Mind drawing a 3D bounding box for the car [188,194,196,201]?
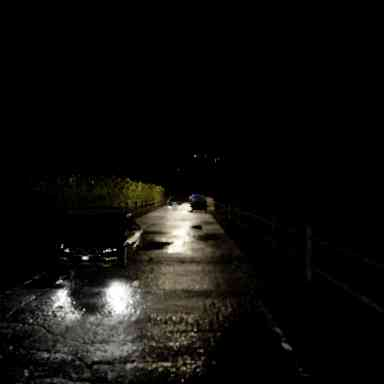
[{"bbox_3d":[0.024,1.577,92.281,2.097,1.767,4.553,0,0,0],"label":"car"}]

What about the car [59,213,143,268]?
[{"bbox_3d":[-2.848,1.508,11.308,1.837,1.490,4.892,0,0,0],"label":"car"}]

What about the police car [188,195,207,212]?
[{"bbox_3d":[0.835,1.491,40.432,1.930,1.638,5.238,0,0,0],"label":"police car"}]

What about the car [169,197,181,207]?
[{"bbox_3d":[-2.791,1.632,55.116,1.812,1.442,4.674,0,0,0],"label":"car"}]

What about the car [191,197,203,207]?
[{"bbox_3d":[0.839,1.588,56.321,1.882,1.535,5.008,0,0,0],"label":"car"}]

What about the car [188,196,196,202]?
[{"bbox_3d":[0.020,1.619,75.797,1.895,1.301,4.718,0,0,0],"label":"car"}]

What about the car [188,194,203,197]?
[{"bbox_3d":[0.838,1.318,50.353,2.150,2.045,5.566,0,0,0],"label":"car"}]
